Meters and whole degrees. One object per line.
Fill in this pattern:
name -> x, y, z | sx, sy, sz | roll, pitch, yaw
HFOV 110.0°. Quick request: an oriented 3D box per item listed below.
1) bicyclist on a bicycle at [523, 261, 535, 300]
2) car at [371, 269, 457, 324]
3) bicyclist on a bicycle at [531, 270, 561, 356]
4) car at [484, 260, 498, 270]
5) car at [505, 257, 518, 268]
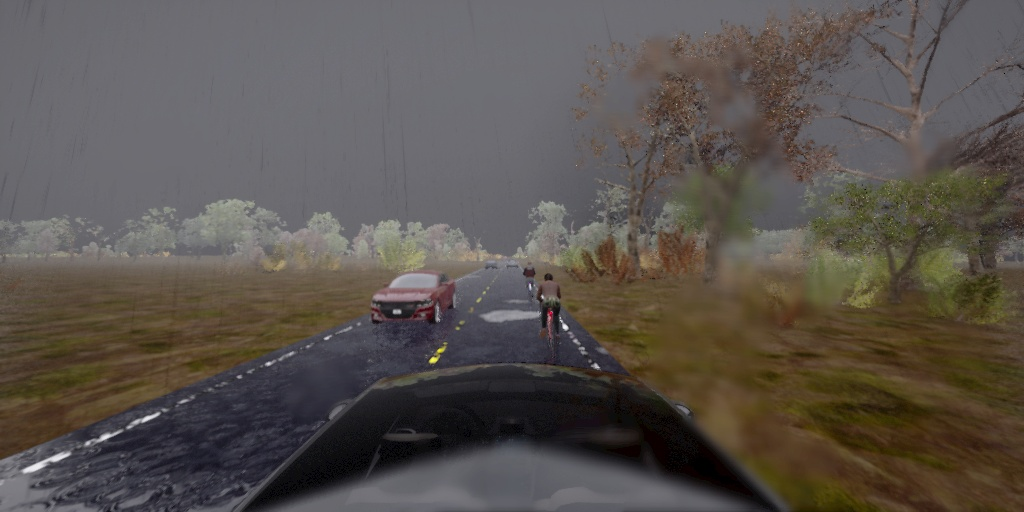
bicyclist on a bicycle -> 0.814, 1.124, 16.662 | 0.659, 1.776, 1.843 | -1, 0, 0
car -> -3.102, 1.232, 12.174 | 1.882, 1.535, 5.008 | 0, 0, 0
bicyclist on a bicycle -> 0.812, 1.203, 7.715 | 0.582, 1.620, 1.656 | -1, 0, 0
car -> -3.094, 1.320, 54.302 | 2.033, 1.411, 5.357 | 0, 0, 0
car -> 0.088, 1.339, 62.028 | 1.994, 1.385, 4.181 | 0, 0, 0
